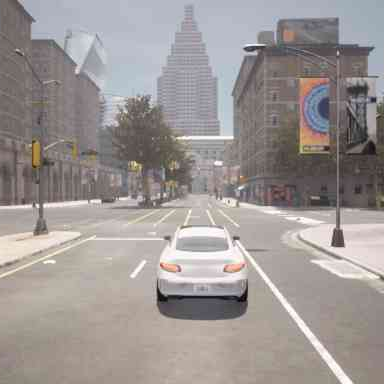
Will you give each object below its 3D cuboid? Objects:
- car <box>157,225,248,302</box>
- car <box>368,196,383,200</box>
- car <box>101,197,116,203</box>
[{"bbox_3d":[0.240,1.526,8.163,1.812,1.442,4.674,0,0,1],"label":"car"},{"bbox_3d":[35.820,1.481,67.513,2.231,1.521,4.892,0,0,1],"label":"car"},{"bbox_3d":[-16.892,1.595,67.190,1.895,1.301,4.718,0,0,1],"label":"car"}]
